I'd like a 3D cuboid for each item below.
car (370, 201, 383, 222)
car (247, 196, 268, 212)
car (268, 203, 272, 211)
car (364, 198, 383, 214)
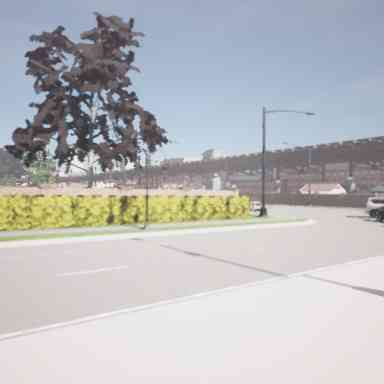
[{"bbox_3d":[16.858,1.805,26.874,1.837,1.490,4.892,4,0,1],"label":"car"},{"bbox_3d":[6.828,1.537,43.690,2.150,2.045,5.566,1,0,-35],"label":"car"},{"bbox_3d":[9.068,1.702,46.596,2.097,1.767,4.553,1,0,-35],"label":"car"},{"bbox_3d":[19.517,1.571,31.818,2.150,2.045,5.566,1,0,-36],"label":"car"}]
